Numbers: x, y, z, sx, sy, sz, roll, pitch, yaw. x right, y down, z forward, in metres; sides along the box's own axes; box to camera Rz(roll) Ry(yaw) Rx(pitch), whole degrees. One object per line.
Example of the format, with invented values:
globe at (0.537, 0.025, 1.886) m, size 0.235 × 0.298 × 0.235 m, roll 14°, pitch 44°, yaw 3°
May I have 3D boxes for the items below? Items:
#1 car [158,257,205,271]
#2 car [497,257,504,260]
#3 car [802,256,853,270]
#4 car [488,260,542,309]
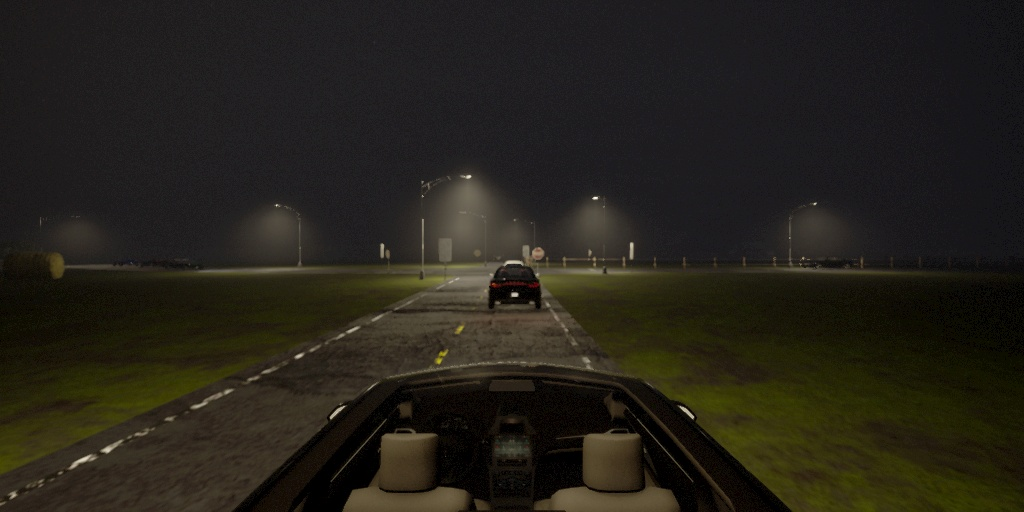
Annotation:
car at (-38.217, 1.007, 41.778) m, size 4.718 × 1.301 × 1.895 m, roll 0°, pitch 1°, yaw 17°
car at (0.157, 1.032, 24.742) m, size 1.812 × 1.442 × 4.674 m, roll 0°, pitch 1°, yaw 2°
car at (36.214, 0.770, 41.280) m, size 5.008 × 1.535 × 1.882 m, roll 0°, pitch 1°, yaw -1°
car at (0.101, 1.095, 14.243) m, size 1.882 × 1.535 × 5.008 m, roll 0°, pitch 1°, yaw 0°
